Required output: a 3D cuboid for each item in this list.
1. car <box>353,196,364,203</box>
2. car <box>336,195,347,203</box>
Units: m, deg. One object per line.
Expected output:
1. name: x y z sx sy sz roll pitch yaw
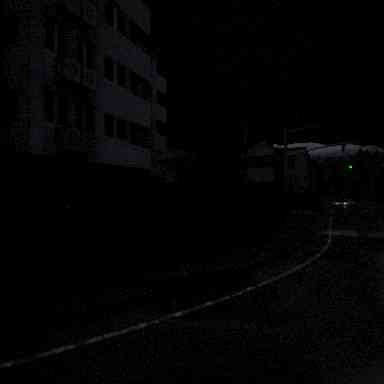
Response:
1. car: 36.122 1.516 72.188 2.128 1.511 4.902 0 0 23
2. car: 31.617 1.491 70.526 1.837 1.490 4.892 0 0 23
